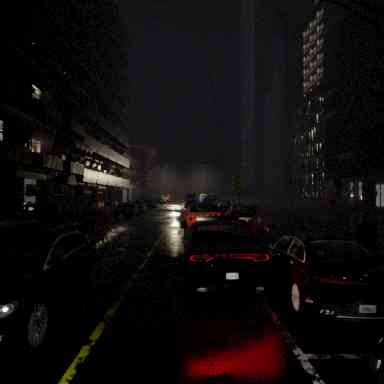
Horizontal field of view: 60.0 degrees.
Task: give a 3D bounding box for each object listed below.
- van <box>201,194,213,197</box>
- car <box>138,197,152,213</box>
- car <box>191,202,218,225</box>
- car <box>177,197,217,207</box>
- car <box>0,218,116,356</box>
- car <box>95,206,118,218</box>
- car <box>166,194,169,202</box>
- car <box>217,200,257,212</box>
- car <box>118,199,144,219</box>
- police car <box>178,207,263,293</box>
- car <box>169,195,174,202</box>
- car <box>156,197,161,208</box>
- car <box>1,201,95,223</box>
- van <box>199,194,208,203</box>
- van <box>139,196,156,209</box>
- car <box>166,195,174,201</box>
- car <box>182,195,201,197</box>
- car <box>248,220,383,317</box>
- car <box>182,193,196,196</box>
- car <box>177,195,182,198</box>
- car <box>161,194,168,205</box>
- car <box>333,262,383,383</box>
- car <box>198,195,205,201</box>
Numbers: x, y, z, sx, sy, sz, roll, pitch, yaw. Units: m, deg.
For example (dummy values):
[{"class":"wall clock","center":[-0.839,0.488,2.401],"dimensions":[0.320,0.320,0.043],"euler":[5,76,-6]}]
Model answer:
[{"class":"van","center":[2.596,1.365,46.252],"dimensions":[1.690,1.788,3.998],"euler":[1,0,0]},{"class":"car","center":[-5.762,1.568,35.093],"dimensions":[2.008,1.369,4.403],"euler":[1,0,0]},{"class":"car","center":[0.841,1.537,24.945],"dimensions":[1.812,1.442,4.674],"euler":[0,0,0]},{"class":"car","center":[0.482,1.360,18.825],"dimensions":[2.097,1.767,4.553],"euler":[0,0,-7]},{"class":"car","center":[-3.115,1.494,6.263],"dimensions":[2.128,1.511,4.902],"euler":[0,0,0]},{"class":"car","center":[-5.722,1.553,18.383],"dimensions":[1.887,1.381,4.507],"euler":[1,0,0]},{"class":"car","center":[-5.827,1.560,62.771],"dimensions":[1.752,1.417,4.829],"euler":[1,0,0]},{"class":"car","center":[2.660,1.448,18.402],"dimensions":[1.967,1.590,4.097],"euler":[1,0,0]},{"class":"car","center":[-5.748,1.580,29.523],"dimensions":[1.947,1.339,4.313],"euler":[1,0,0]},{"class":"police car","center":[0.663,1.429,9.041],"dimensions":[1.930,1.638,5.238],"euler":[0,0,-3]},{"class":"car","center":[-5.850,1.357,74.080],"dimensions":[2.192,1.841,5.009],"euler":[1,0,0]},{"class":"car","center":[-5.787,1.549,46.062],"dimensions":[1.752,1.417,4.829],"euler":[1,0,0]},{"class":"car","center":[-5.705,1.321,12.814],"dimensions":[2.192,1.841,5.009],"euler":[1,0,0]},{"class":"van","center":[2.530,1.383,74.100],"dimensions":[1.690,1.788,3.998],"euler":[1,0,0]},{"class":"van","center":[-5.771,1.362,40.663],"dimensions":[1.690,1.788,3.998],"euler":[1,0,0]},{"class":"car","center":[-5.893,1.601,90.789],"dimensions":[1.887,1.381,4.507],"euler":[1,0,0]},{"class":"car","center":[-0.093,1.549,45.840],"dimensions":[1.812,1.442,4.674],"euler":[0,0,0]},{"class":"car","center":[2.685,1.554,7.263],"dimensions":[2.008,1.369,4.403],"euler":[1,0,0]},{"class":"car","center":[-0.140,1.254,59.445],"dimensions":[2.150,2.045,5.566],"euler":[0,0,0]},{"class":"car","center":[-3.225,1.538,95.465],"dimensions":[1.882,1.535,5.008],"euler":[0,0,0]},{"class":"car","center":[-5.814,1.582,57.370],"dimensions":[2.008,1.369,4.403],"euler":[1,0,0]},{"class":"car","center":[2.698,1.552,1.695],"dimensions":[2.008,1.369,4.403],"euler":[1,0,0]},{"class":"car","center":[2.487,1.582,90.978],"dimensions":[1.752,1.417,4.829],"euler":[1,0,0]}]
